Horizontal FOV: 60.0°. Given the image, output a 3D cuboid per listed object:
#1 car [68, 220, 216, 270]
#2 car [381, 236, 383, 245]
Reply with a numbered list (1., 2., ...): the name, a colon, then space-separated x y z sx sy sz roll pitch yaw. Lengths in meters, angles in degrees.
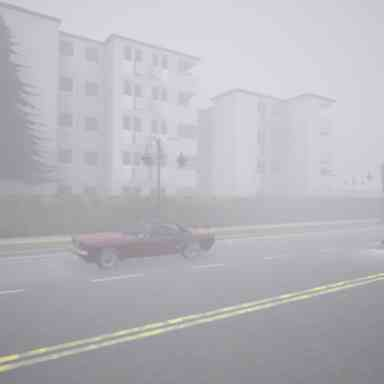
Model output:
1. car: -1.601 1.638 11.196 4.718 1.301 1.895 1 0 -33
2. car: 10.707 1.807 14.826 5.357 1.411 2.033 1 0 -33
